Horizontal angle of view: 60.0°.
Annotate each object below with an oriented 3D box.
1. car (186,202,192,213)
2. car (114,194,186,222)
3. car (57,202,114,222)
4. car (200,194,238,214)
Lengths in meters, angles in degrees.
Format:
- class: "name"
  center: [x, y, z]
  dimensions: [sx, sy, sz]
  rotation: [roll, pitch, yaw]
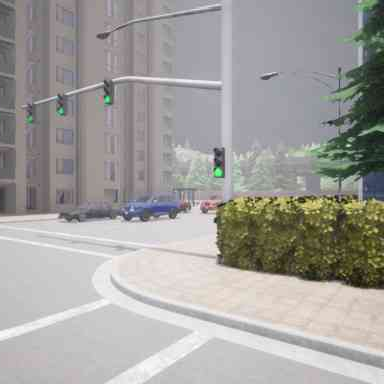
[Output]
- class: "car"
  center: [-2.053, 1.474, 34.453]
  dimensions: [1.882, 1.535, 5.008]
  rotation: [0, 0, 36]
- class: "car"
  center: [-3.237, 1.219, 26.930]
  dimensions: [2.150, 2.045, 5.566]
  rotation: [0, 0, 36]
- class: "car"
  center: [-7.859, 1.544, 26.545]
  dimensions: [2.033, 1.411, 5.357]
  rotation: [0, 0, 36]
- class: "car"
  center: [3.110, 1.219, 35.563]
  dimensions: [2.150, 2.045, 5.566]
  rotation: [0, 0, 36]
